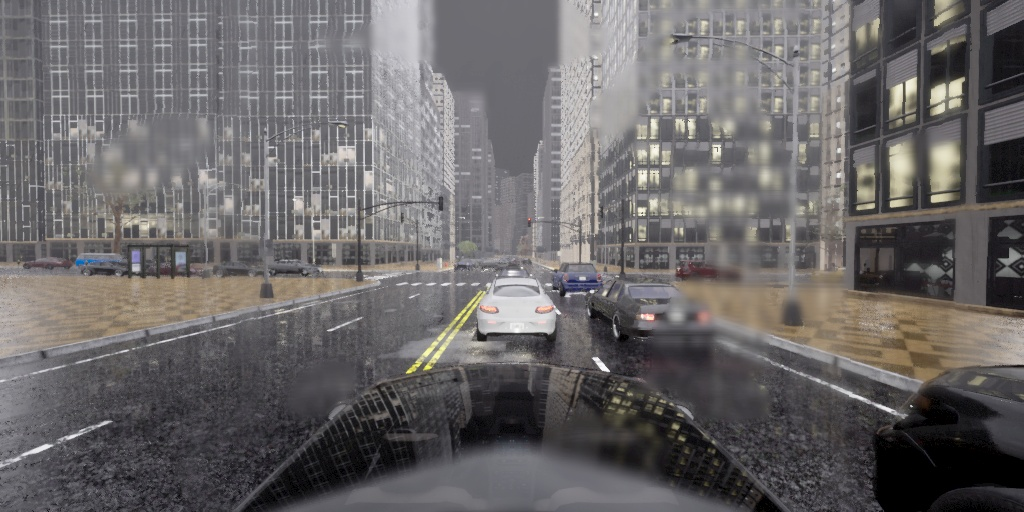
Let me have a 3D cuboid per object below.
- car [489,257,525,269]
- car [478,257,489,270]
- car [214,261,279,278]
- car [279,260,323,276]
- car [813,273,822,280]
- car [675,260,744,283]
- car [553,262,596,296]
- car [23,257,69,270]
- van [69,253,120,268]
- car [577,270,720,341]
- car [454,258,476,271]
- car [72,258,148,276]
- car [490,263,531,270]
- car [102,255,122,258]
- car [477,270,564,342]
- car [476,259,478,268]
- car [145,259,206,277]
[{"bbox_3d":[-0.463,1.176,42.115,2.128,1.511,4.902,1,-1,19],"label":"car"},{"bbox_3d":[-3.300,1.262,51.255,2.033,1.411,5.357,0,0,0],"label":"car"},{"bbox_3d":[-22.707,1.174,30.299,4.313,1.339,1.948,0,0,1],"label":"car"},{"bbox_3d":[-20.002,1.080,32.950,4.902,1.511,2.128,1,1,1],"label":"car"},{"bbox_3d":[27.665,1.579,29.533,4.829,1.417,1.751,0,0,1],"label":"car"},{"bbox_3d":[16.217,1.269,29.739,5.009,1.841,2.192,0,0,1],"label":"car"},{"bbox_3d":[3.364,1.093,19.195,2.097,1.767,4.553,0,0,0],"label":"car"},{"bbox_3d":[-50.938,0.793,39.405,4.207,1.307,1.802,0,0,1],"label":"car"},{"bbox_3d":[-45.256,0.605,39.285,3.998,1.789,1.690,0,0,1],"label":"van"},{"bbox_3d":[3.359,1.294,9.810,2.033,1.411,5.357,0,0,0],"label":"car"},{"bbox_3d":[-6.584,1.068,49.272,2.097,1.767,4.553,0,0,1],"label":"car"},{"bbox_3d":[-34.072,1.069,30.615,4.313,1.339,1.948,0,0,1],"label":"car"},{"bbox_3d":[0.114,1.288,18.916,2.033,1.411,5.357,0,0,0],"label":"car"},{"bbox_3d":[-34.292,0.936,33.253,5.008,1.535,1.882,1,1,1],"label":"car"},{"bbox_3d":[0.106,1.272,9.671,1.812,1.442,4.674,0,0,0],"label":"car"},{"bbox_3d":[-6.539,1.211,58.369,1.837,1.490,4.892,0,0,0],"label":"car"},{"bbox_3d":[-28.391,1.138,30.437,4.207,1.307,1.802,0,0,1],"label":"car"}]
